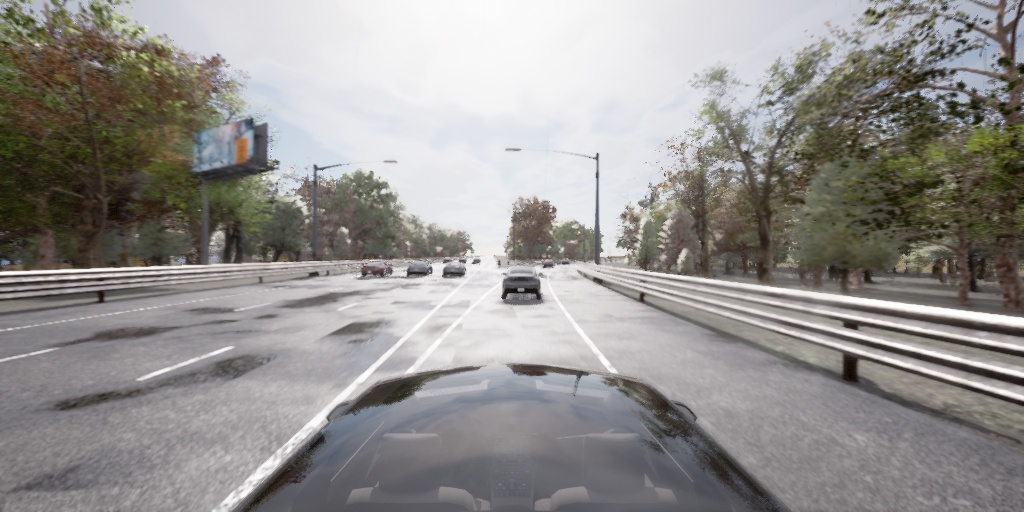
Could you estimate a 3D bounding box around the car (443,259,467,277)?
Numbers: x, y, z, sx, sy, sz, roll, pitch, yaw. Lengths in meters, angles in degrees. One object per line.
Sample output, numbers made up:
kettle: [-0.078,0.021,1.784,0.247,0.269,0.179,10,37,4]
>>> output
car: [-5.672,1.283,35.713,1.994,1.385,4.181,0,0,-3]

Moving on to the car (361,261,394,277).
car: [-12.569,1.203,33.568,1.812,1.442,4.674,0,0,-3]

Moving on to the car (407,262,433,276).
car: [-9.195,1.262,36.038,1.994,1.385,4.181,0,0,-3]

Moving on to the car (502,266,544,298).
car: [0.531,1.262,18.444,1.837,1.490,4.892,0,0,3]
